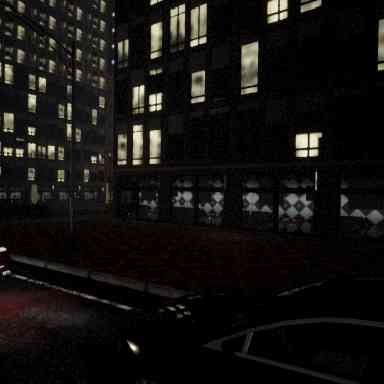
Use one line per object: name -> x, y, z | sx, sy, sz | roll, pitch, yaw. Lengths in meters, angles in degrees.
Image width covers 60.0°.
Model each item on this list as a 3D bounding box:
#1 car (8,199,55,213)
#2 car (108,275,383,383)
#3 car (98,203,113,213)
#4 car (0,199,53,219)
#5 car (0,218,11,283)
car -> -19.183, 1.641, 39.931 | 1.752, 1.417, 4.829 | 1, 0, 36
car -> 1.392, 1.491, 2.687 | 4.902, 1.511, 2.128 | 0, 0, 35
car -> -8.888, 1.828, 39.783 | 1.752, 1.417, 4.829 | 1, 0, 36
car -> -15.671, 1.517, 30.561 | 2.192, 1.841, 5.009 | 1, 0, 36
car -> -6.376, 1.487, 8.203 | 4.902, 1.511, 2.128 | 0, 0, 36
